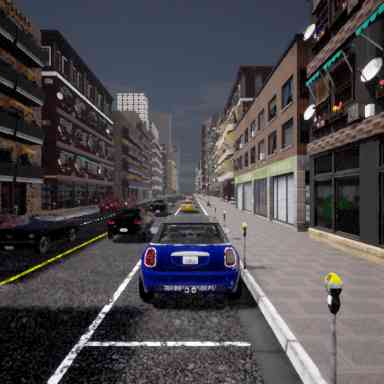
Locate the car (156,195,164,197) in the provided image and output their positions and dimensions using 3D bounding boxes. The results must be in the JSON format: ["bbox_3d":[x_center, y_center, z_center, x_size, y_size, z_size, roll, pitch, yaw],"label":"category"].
[{"bbox_3d":[-8.834,1.541,87.882,2.008,1.369,4.403,0,0,0],"label":"car"}]

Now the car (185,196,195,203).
[{"bbox_3d":[-0.453,1.545,70.970,2.008,1.369,4.403,0,0,0],"label":"car"}]

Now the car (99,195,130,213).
[{"bbox_3d":[-8.833,1.314,37.157,2.192,1.841,5.009,0,0,0],"label":"car"}]

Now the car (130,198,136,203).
[{"bbox_3d":[-8.834,1.439,42.793,1.967,1.590,4.097,0,0,0],"label":"car"}]

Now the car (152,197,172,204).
[{"bbox_3d":[-3.145,1.504,33.069,1.837,1.490,4.892,0,0,0],"label":"car"}]

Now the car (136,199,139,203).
[{"bbox_3d":[-8.834,1.543,48.430,1.887,1.381,4.507,0,0,0],"label":"car"}]

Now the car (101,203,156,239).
[{"bbox_3d":[-3.044,1.526,17.101,1.812,1.442,4.674,0,0,0],"label":"car"}]

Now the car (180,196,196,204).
[{"bbox_3d":[-0.454,1.525,37.323,1.752,1.417,4.829,0,0,0],"label":"car"}]

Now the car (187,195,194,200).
[{"bbox_3d":[-0.452,1.513,93.685,1.752,1.417,4.829,0,0,0],"label":"car"}]

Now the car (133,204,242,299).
[{"bbox_3d":[-0.032,1.353,8.619,2.097,1.767,4.553,0,0,0],"label":"car"}]

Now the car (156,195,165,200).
[{"bbox_3d":[-8.834,1.539,93.519,2.008,1.369,4.403,0,0,0],"label":"car"}]

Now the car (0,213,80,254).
[{"bbox_3d":[-6.247,1.601,13.586,1.895,1.301,4.718,0,0,0],"label":"car"}]
